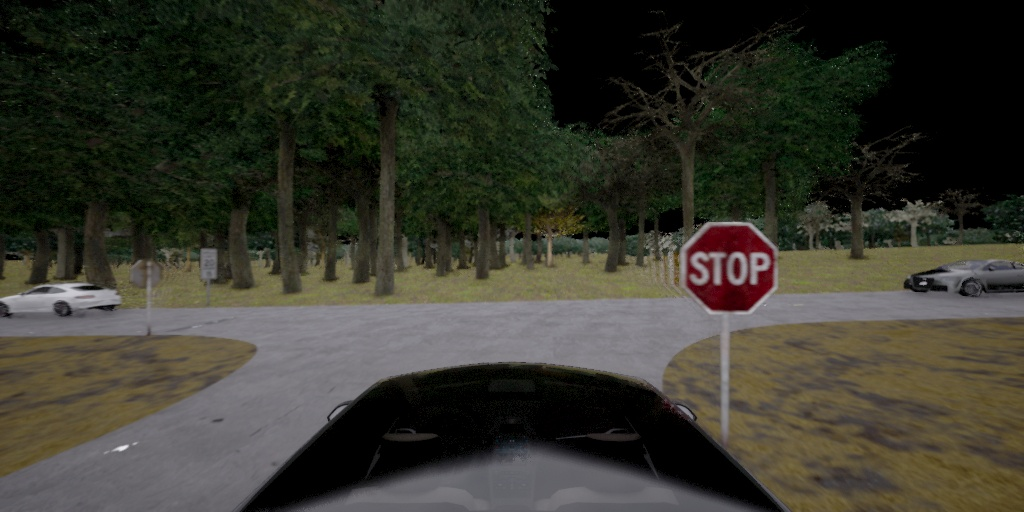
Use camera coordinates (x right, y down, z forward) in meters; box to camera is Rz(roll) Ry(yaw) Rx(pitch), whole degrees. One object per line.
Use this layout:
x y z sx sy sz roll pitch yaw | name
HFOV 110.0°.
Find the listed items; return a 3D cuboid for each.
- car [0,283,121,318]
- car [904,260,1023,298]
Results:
-20.759 1.975 16.486 4.674 1.442 1.812 -1 0 3 | car
18.563 0.850 14.342 4.181 1.385 1.994 -2 0 3 | car
